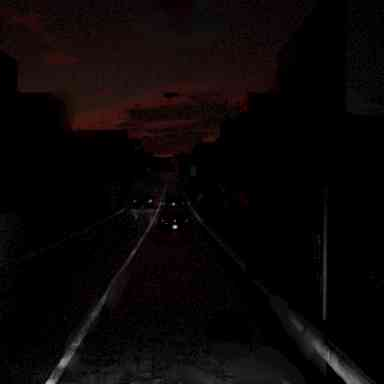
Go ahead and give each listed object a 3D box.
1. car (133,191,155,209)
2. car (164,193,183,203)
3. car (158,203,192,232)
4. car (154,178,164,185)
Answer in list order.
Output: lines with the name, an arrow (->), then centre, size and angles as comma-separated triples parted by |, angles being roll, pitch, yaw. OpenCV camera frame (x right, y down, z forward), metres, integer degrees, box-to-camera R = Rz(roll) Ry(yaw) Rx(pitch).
car -> -5.239, 0.833, 36.675 | 2.097, 1.767, 4.553 | 0, 3, -3
car -> -2.122, 0.895, 38.082 | 1.837, 1.490, 4.892 | 0, 3, -3
car -> -1.054, 1.570, 20.223 | 1.895, 1.301, 4.718 | 0, 1, -3
car -> -7.589, -2.206, 77.161 | 2.150, 2.045, 5.566 | 0, 4, -3
